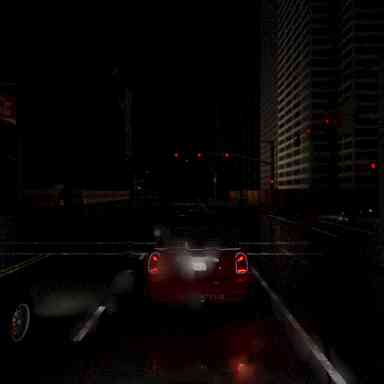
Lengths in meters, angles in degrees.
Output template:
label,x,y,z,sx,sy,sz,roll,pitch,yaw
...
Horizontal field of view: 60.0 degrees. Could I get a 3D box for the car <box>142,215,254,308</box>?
label,x,y,z,sx,sy,sz,roll,pitch,yaw
car,0.112,1.352,8.087,2.097,1.767,4.553,0,0,0

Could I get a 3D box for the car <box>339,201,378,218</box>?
label,x,y,z,sx,sy,sz,roll,pitch,yaw
car,16.317,1.547,30.126,5.357,1.411,2.033,0,0,0

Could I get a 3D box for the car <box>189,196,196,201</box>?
label,x,y,z,sx,sy,sz,roll,pitch,yaw
car,0.128,1.595,83.437,1.895,1.301,4.718,0,0,0

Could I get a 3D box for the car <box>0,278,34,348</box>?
label,x,y,z,sx,sy,sz,roll,pitch,yaw
car,-3.393,1.526,3.315,1.812,1.442,4.674,0,0,0
